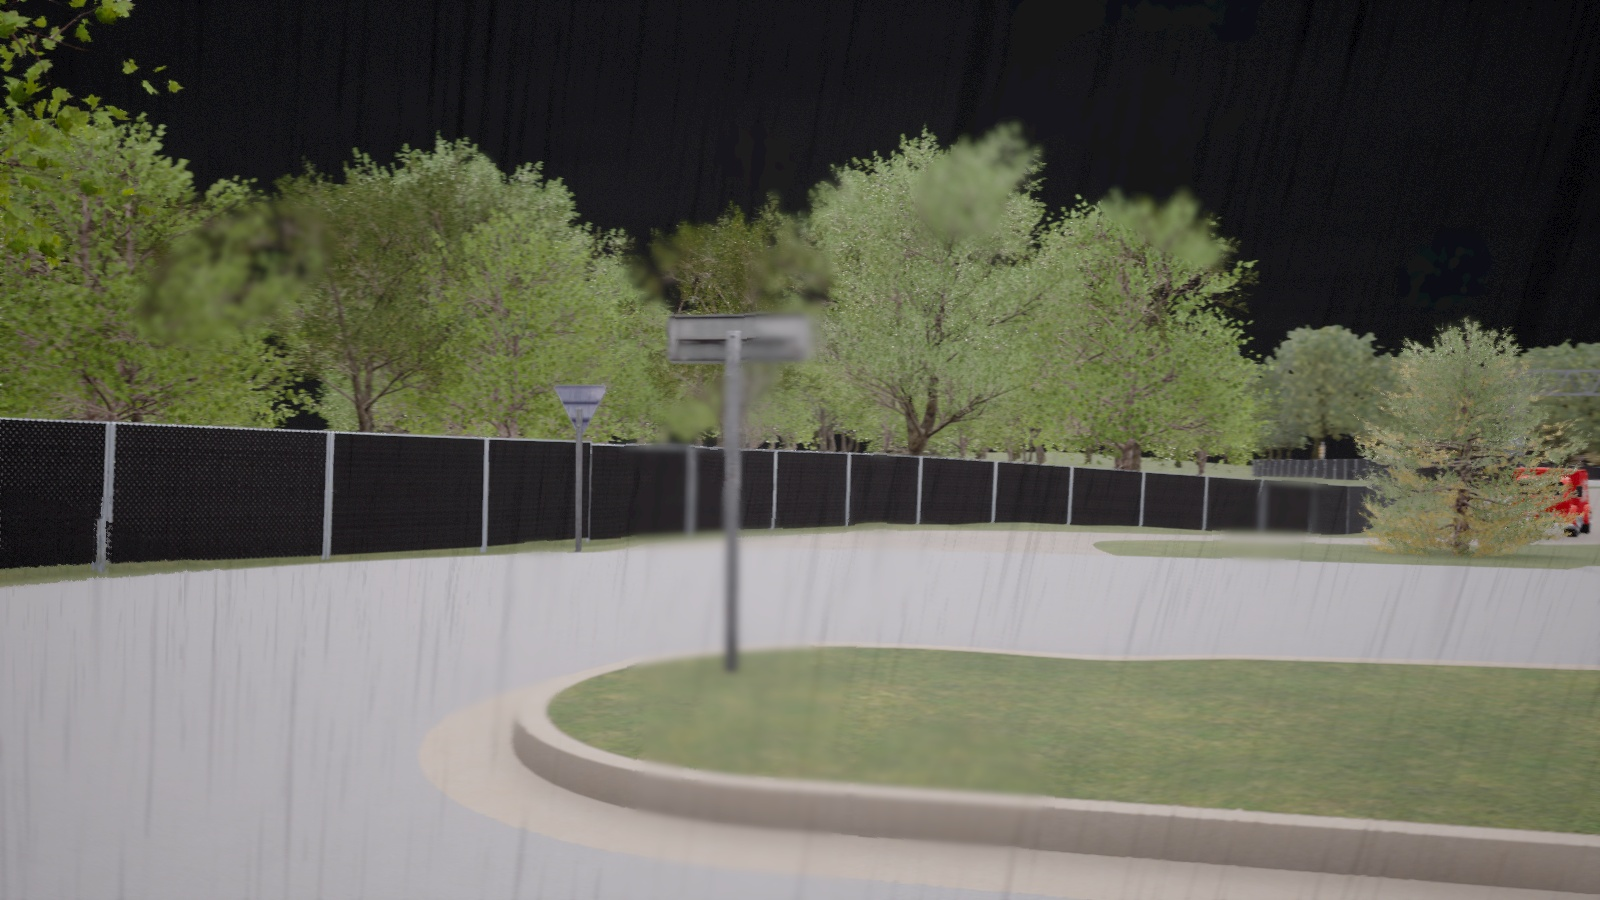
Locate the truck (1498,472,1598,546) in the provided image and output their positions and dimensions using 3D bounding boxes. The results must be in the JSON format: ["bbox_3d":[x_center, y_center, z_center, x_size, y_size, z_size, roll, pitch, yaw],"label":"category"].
[{"bbox_3d":[27.598,2.090,46.258,2.627,2.467,5.204,2,0,36],"label":"truck"}]
